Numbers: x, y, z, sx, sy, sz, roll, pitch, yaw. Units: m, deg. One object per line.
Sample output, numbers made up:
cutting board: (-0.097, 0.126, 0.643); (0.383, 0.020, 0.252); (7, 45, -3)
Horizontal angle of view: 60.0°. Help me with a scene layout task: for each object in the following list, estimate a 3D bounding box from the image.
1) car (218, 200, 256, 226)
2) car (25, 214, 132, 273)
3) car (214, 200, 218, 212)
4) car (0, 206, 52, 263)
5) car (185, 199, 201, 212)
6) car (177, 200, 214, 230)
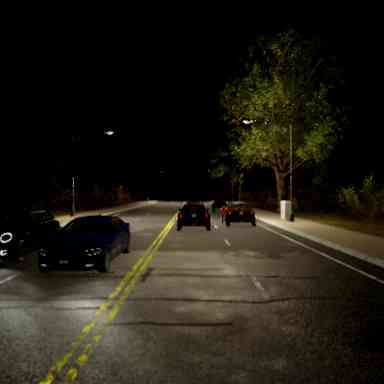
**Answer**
car: (3.380, 1.505, 24.959); (2.097, 1.767, 4.553); (0, 0, 0)
car: (-3.310, 1.547, 11.140); (1.882, 1.535, 5.008); (0, 0, 1)
car: (3.388, 1.746, 41.343); (1.837, 1.490, 4.892); (0, 0, 0)
car: (-6.556, 1.427, 12.237); (2.097, 1.767, 4.553); (0, 0, 0)
car: (0.139, 1.726, 42.812); (1.882, 1.535, 5.008); (0, -1, 0)
car: (0.121, 1.487, 22.317); (2.097, 1.767, 4.553); (0, 0, 0)
